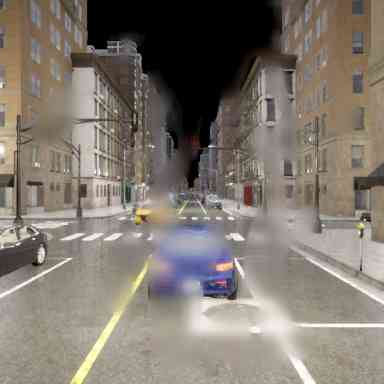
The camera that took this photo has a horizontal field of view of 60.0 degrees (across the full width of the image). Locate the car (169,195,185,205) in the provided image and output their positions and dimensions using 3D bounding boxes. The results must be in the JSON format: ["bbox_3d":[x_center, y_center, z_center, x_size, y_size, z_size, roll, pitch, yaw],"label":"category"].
[{"bbox_3d":[-2.695,1.594,57.288,1.895,1.301,4.718,0,0,0],"label":"car"}]

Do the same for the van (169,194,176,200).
[{"bbox_3d":[-5.219,1.330,89.745,1.690,1.788,3.998,0,0,0],"label":"van"}]

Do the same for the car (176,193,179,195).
[{"bbox_3d":[-5.227,1.305,84.339,2.192,1.841,5.009,0,0,0],"label":"car"}]

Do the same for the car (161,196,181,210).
[{"bbox_3d":[-2.747,1.558,41.560,1.994,1.385,4.181,0,0,0],"label":"car"}]

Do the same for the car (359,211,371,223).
[{"bbox_3d":[15.127,1.636,23.996,5.357,1.411,2.033,0,0,0],"label":"car"}]

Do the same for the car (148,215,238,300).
[{"bbox_3d":[0.039,1.525,8.247,1.812,1.442,4.674,0,0,1],"label":"car"}]

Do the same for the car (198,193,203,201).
[{"bbox_3d":[2.800,1.307,62.696,2.192,1.841,5.009,0,0,0],"label":"car"}]

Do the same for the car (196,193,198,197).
[{"bbox_3d":[2.888,1.533,95.133,1.887,1.381,4.507,0,0,0],"label":"car"}]

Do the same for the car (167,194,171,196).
[{"bbox_3d":[-5.268,1.433,57.308,1.967,1.590,4.097,0,0,0],"label":"car"}]

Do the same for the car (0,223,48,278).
[{"bbox_3d":[-5.365,1.550,8.808,2.008,1.369,4.403,0,0,0],"label":"car"}]

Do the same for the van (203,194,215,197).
[{"bbox_3d":[2.756,1.335,46.477,1.690,1.788,3.998,0,0,0],"label":"van"}]

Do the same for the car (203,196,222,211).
[{"bbox_3d":[2.741,1.545,41.071,2.008,1.369,4.403,0,0,0],"label":"car"}]

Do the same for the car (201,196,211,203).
[{"bbox_3d":[2.814,1.557,68.102,1.947,1.339,4.313,0,0,0],"label":"car"}]

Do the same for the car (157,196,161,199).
[{"bbox_3d":[-5.294,1.520,40.920,1.752,1.417,4.829,0,0,0],"label":"car"}]

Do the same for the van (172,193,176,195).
[{"bbox_3d":[-5.235,1.331,78.933,1.690,1.788,3.998,0,0,0],"label":"van"}]

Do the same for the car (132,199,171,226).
[{"bbox_3d":[-2.789,1.466,23.685,1.882,1.535,5.008,0,0,0],"label":"car"}]

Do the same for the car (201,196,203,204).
[{"bbox_3d":[2.770,1.575,51.883,1.802,1.307,4.206,0,0,0],"label":"car"}]
